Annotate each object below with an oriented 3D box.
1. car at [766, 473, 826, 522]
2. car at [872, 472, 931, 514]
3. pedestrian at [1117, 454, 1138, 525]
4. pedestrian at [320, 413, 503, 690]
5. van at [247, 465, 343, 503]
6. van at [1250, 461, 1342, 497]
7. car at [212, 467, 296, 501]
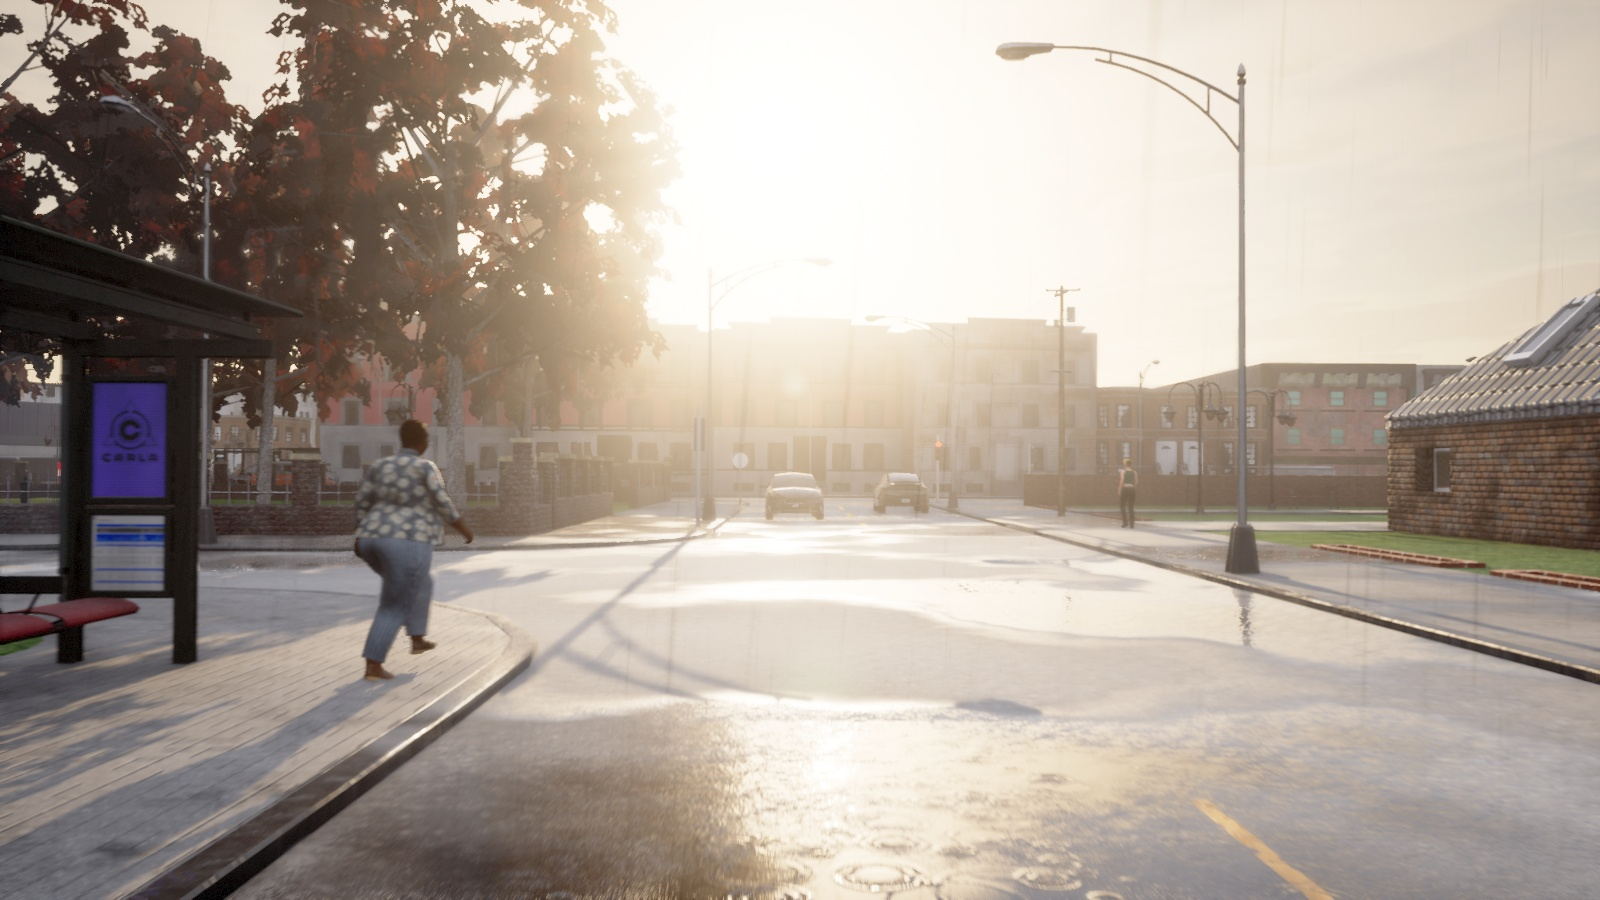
[{"bbox_3d":[-0.200,1.515,41.488,1.837,1.490,4.892,0,-1,-2],"label":"car"},{"bbox_3d":[3.851,1.610,48.159,1.837,1.490,4.892,0,-1,0],"label":"car"},{"bbox_3d":[8.564,1.040,32.862,0.345,1.836,0.594,0,-1,-5],"label":"pedestrian"},{"bbox_3d":[-2.777,0.686,9.025,0.874,1.855,0.900,-1,-1,30],"label":"pedestrian"},{"bbox_3d":[-26.905,1.797,67.010,4.442,1.987,1.775,0,-1,0],"label":"van"},{"bbox_3d":[28.096,1.647,71.216,4.442,1.987,1.775,0,-1,0],"label":"van"},{"bbox_3d":[-30.836,1.922,70.993,3.866,1.878,1.905,0,-1,0],"label":"car"}]
